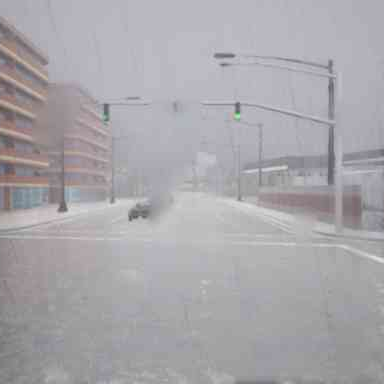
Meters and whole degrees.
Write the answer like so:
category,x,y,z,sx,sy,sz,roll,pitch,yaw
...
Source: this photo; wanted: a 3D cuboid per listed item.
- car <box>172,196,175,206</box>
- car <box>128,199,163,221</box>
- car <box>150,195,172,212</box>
category,x,y,z,sx,sy,sz,roll,pitch,yaw
car,-3.553,1.150,48.033,2.128,1.511,4.902,0,0,0
car,-3.599,1.438,25.300,1.895,1.301,4.718,0,0,0
car,-3.594,1.111,35.168,2.097,1.767,4.553,0,0,-1
